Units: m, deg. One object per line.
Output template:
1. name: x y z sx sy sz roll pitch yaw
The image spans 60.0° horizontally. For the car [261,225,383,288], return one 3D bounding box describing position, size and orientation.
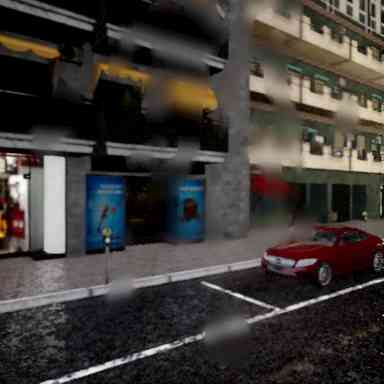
1. car: 3.787 1.601 9.256 4.206 1.307 1.802 0 0 -35
